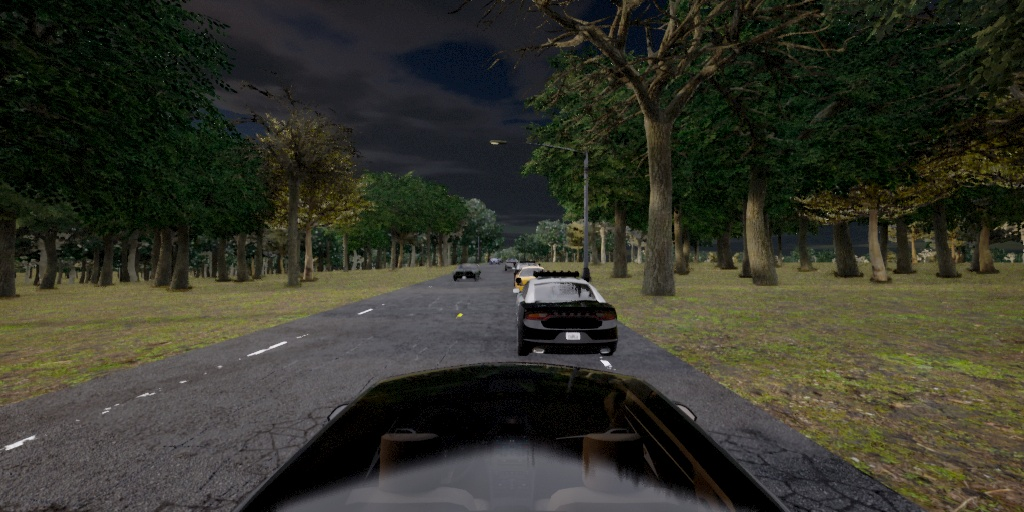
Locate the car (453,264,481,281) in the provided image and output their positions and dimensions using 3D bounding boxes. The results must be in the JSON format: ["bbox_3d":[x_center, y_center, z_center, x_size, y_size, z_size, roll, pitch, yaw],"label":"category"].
[{"bbox_3d":[-3.589,1.311,29.098,1.895,1.301,4.718,0,0,0],"label":"car"}]

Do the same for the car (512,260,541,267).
[{"bbox_3d":[1.057,1.192,18.850,1.801,1.575,5.366,0,0,0],"label":"car"}]

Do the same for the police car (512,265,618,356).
[{"bbox_3d":[1.054,1.174,8.767,1.930,1.638,5.238,0,0,0],"label":"police car"}]

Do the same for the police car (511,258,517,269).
[{"bbox_3d":[1.060,1.148,24.770,1.930,1.638,5.238,0,0,0],"label":"police car"}]

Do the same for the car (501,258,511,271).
[{"bbox_3d":[0.037,1.130,45.977,2.128,1.511,4.902,0,0,1],"label":"car"}]
